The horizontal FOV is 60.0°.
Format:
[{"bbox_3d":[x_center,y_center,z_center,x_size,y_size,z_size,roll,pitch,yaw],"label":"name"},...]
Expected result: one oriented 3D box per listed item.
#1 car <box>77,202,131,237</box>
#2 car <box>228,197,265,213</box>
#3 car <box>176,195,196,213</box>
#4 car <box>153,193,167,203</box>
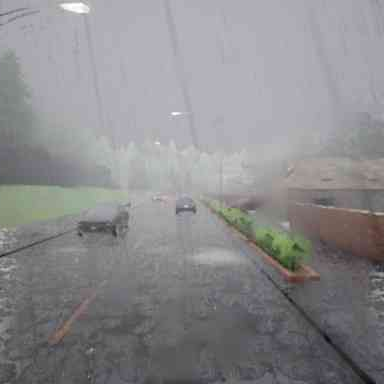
[{"bbox_3d":[-4.445,1.326,17.337,1.882,1.535,5.008,0,0,-1],"label":"car"},{"bbox_3d":[5.611,1.221,32.763,5.357,1.415,2.033,0,1,-41],"label":"car"},{"bbox_3d":[-0.619,1.301,33.456,1.994,1.385,4.181,0,0,-1],"label":"car"},{"bbox_3d":[-5.214,0.917,54.814,2.097,1.767,4.553,0,0,-1],"label":"car"}]
